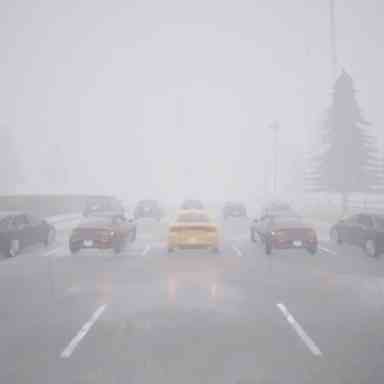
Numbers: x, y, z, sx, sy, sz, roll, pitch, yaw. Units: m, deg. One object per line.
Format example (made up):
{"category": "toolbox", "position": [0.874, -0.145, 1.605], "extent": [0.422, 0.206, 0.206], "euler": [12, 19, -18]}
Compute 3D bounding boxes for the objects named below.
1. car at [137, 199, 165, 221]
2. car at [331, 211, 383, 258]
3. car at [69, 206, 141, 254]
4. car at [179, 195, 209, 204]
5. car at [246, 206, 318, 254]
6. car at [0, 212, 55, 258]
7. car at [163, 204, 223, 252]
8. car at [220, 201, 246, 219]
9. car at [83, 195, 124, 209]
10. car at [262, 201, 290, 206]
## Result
{"category": "car", "position": [-3.459, 1.367, 27.664], "extent": [2.097, 1.767, 4.553], "euler": [0, 0, 0]}
{"category": "car", "position": [7.041, 1.513, 12.791], "extent": [1.837, 1.490, 4.892], "euler": [0, 0, 1]}
{"category": "car", "position": [-3.451, 1.533, 13.441], "extent": [1.812, 1.442, 4.674], "euler": [0, 0, 1]}
{"category": "car", "position": [0.042, 1.367, 27.668], "extent": [2.097, 1.767, 4.553], "euler": [0, 0, 1]}
{"category": "car", "position": [3.548, 1.533, 13.400], "extent": [1.812, 1.442, 4.674], "euler": [0, 0, 1]}
{"category": "car", "position": [-6.959, 1.513, 12.774], "extent": [1.837, 1.490, 4.892], "euler": [0, 0, 1]}
{"category": "car", "position": [0.051, 1.485, 13.934], "extent": [1.882, 1.535, 5.008], "euler": [0, 0, 0]}
{"category": "car", "position": [3.553, 1.493, 28.956], "extent": [1.882, 1.535, 5.008], "euler": [0, 0, 1]}
{"category": "car", "position": [-6.970, 1.238, 26.650], "extent": [2.150, 2.045, 5.566], "euler": [0, 0, 0]}
{"category": "car", "position": [7.042, 1.521, 27.780], "extent": [1.837, 1.490, 4.892], "euler": [0, 0, 1]}
